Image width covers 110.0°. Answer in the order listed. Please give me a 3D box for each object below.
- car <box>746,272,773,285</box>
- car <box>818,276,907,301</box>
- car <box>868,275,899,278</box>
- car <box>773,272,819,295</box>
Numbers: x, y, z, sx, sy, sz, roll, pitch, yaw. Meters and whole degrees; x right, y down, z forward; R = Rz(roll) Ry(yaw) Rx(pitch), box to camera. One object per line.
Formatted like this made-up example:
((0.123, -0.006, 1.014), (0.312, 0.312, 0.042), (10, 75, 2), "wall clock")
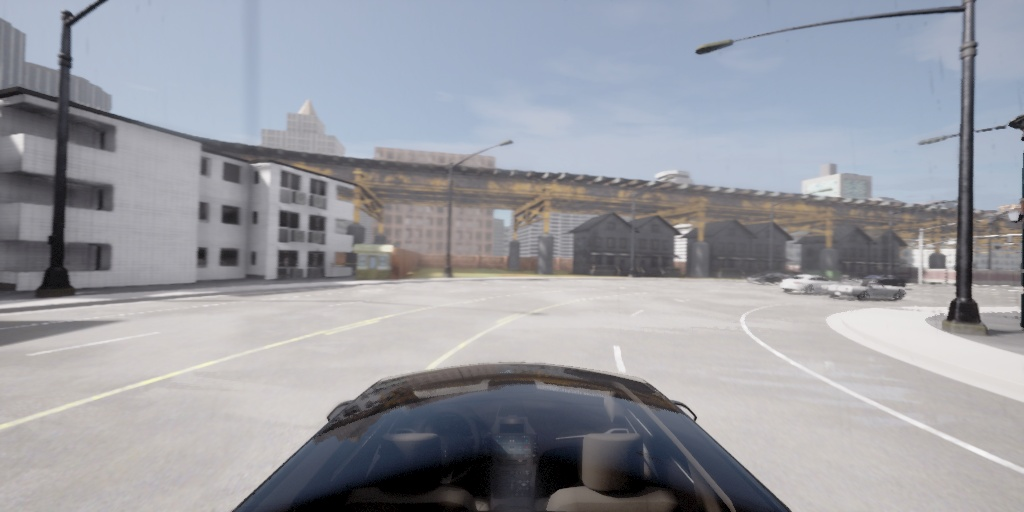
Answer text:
((28.082, 2.439, 39.171), (4.674, 1.442, 1.812), (2, -1, -10), "car")
((23.464, 2.240, 23.873), (4.718, 1.301, 1.895), (2, -1, -11), "car")
((38.481, 2.696, 37.482), (4.902, 1.511, 2.128), (2, -1, -10), "car")
((22.834, 2.178, 27.309), (4.674, 1.442, 1.812), (2, -1, -11), "car")
